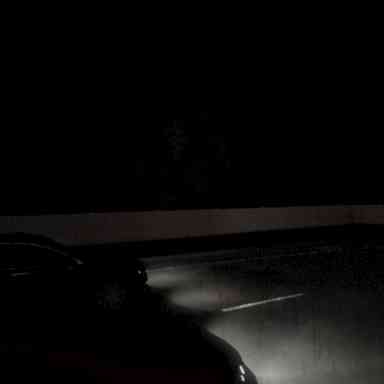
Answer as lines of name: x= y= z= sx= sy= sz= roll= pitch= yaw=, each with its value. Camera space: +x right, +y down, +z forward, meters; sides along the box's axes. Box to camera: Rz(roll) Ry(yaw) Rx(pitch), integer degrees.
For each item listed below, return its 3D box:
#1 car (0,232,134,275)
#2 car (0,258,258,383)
car: x=-3.141 y=1.470 z=5.767 sx=4.892 sy=1.490 sz=1.837 roll=0 pitch=0 yaw=-34
car: x=-1.453 y=1.548 z=2.388 sx=4.181 sy=1.385 sz=1.994 roll=0 pitch=0 yaw=-35
